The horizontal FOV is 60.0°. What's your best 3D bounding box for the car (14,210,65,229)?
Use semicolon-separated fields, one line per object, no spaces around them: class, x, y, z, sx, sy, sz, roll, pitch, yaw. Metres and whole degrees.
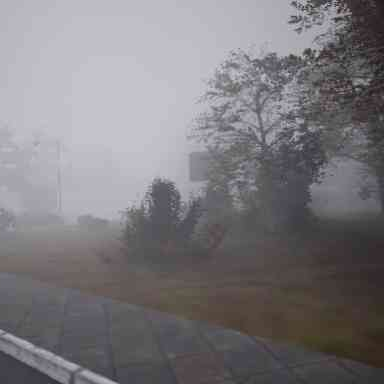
car;-14.203;2.459;31.052;2.097;1.767;4.553;-4;-3;33
